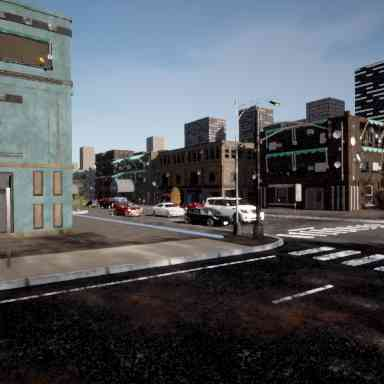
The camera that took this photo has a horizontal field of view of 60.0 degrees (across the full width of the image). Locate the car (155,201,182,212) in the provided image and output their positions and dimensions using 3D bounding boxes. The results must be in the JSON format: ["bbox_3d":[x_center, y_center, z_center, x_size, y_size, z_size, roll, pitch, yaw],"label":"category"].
[{"bbox_3d":[-3.291,1.965,45.629,1.802,1.307,4.206,-2,0,-36],"label":"car"}]

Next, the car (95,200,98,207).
[{"bbox_3d":[-16.171,1.939,63.641,2.192,1.841,5.009,-1,0,-36],"label":"car"}]

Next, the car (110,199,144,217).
[{"bbox_3d":[-6.894,1.846,36.251,1.967,1.590,4.097,-1,0,-36],"label":"car"}]

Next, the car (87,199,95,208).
[{"bbox_3d":[-19.197,2.158,63.446,2.128,1.511,4.902,-1,0,-36],"label":"car"}]

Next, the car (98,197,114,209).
[{"bbox_3d":[-13.423,2.066,55.365,1.837,1.490,4.892,-1,0,-36],"label":"car"}]

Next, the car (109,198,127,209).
[{"bbox_3d":[-8.584,1.931,43.112,1.882,1.535,5.008,-1,0,-35],"label":"car"}]

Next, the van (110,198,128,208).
[{"bbox_3d":[-12.952,1.906,59.138,1.690,1.788,3.998,-1,0,-36],"label":"van"}]

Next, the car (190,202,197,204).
[{"bbox_3d":[-0.074,1.903,41.126,1.802,1.307,4.206,-2,0,-36],"label":"car"}]

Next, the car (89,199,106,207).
[{"bbox_3d":[-19.384,2.227,68.145,1.887,1.381,4.507,-1,0,-36],"label":"car"}]

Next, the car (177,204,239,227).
[{"bbox_3d":[1.079,1.814,24.891,1.947,1.339,4.313,-2,0,-36],"label":"car"}]

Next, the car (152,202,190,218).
[{"bbox_3d":[-2.541,1.862,34.640,1.812,1.442,4.674,-1,0,-35],"label":"car"}]

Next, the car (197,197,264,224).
[{"bbox_3d":[3.160,1.445,26.655,2.150,2.045,5.566,-1,0,-35],"label":"car"}]
